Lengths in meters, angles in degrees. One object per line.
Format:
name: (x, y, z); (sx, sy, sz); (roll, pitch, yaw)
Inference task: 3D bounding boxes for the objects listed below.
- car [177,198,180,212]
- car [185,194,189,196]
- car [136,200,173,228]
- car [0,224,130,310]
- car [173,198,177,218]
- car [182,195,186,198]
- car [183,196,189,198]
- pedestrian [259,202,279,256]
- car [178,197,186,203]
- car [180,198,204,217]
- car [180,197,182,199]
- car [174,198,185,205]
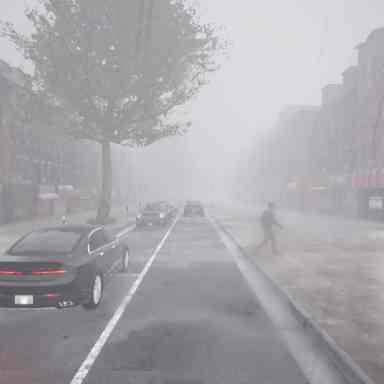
car: (-2.565, 1.748, 39.194); (1.802, 1.307, 4.206); (-1, 0, 0)
car: (-2.445, 1.966, 94.541); (1.887, 1.381, 4.507); (-1, 0, 0)
car: (-2.599, 1.494, 22.601); (1.967, 1.590, 4.097); (-1, 0, 0)
car: (-2.732, 1.511, 7.840); (1.837, 1.490, 4.892); (0, 0, 0)
car: (-2.588, 1.524, 28.133); (1.967, 1.590, 4.097); (-1, 0, 0)
car: (-2.531, 1.729, 55.798); (1.967, 1.590, 4.097); (-1, 0, 0)
car: (0.179, 1.701, 44.566); (2.128, 1.511, 4.902); (0, 0, 1)
pedestrian: (2.497, 1.153, 10.768); (0.375, 1.860, 0.375); (1, 0, 0)
car: (-2.468, 1.978, 83.474); (1.802, 1.307, 4.206); (-1, 0, 0)
car: (0.167, 1.606, 32.541); (2.128, 1.511, 4.902); (0, 0, 0)
car: (-2.554, 1.761, 44.728); (2.008, 1.369, 4.403); (-1, 0, 0)
car: (-2.505, 1.897, 66.868); (2.008, 1.369, 4.403); (-1, 0, 0)
